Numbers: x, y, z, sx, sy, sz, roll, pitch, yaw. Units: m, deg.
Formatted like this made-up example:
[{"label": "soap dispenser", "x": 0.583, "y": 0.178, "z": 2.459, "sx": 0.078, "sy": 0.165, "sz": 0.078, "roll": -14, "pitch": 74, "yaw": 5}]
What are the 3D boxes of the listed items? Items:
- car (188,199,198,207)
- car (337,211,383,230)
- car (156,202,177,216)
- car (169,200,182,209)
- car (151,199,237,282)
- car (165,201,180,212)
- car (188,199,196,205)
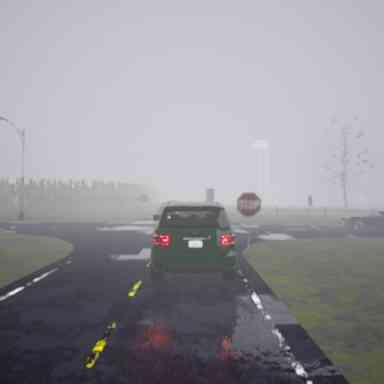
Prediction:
[{"label": "car", "x": 0.157, "y": 2.213, "z": 68.344, "sx": 2.033, "sy": 1.411, "sz": 5.357, "roll": 0, "pitch": -1, "yaw": 0}, {"label": "car", "x": 12.905, "y": 2.001, "z": 23.580, "sx": 4.718, "sy": 1.301, "sz": 1.895, "roll": 1, "pitch": 0, "yaw": 0}, {"label": "car", "x": -2.804, "y": 1.915, "z": 37.682, "sx": 1.994, "sy": 1.385, "sz": 4.181, "roll": 0, "pitch": -1, "yaw": 0}, {"label": "car", "x": -2.776, "y": 2.105, "z": 58.149, "sx": 2.033, "sy": 1.411, "sz": 5.357, "roll": 0, "pitch": -1, "yaw": 0}, {"label": "car", "x": -0.035, "y": 1.311, "z": 10.248, "sx": 2.150, "sy": 2.045, "sz": 5.566, "roll": 0, "pitch": -1, "yaw": -2}, {"label": "car", "x": -2.802, "y": 1.975, "z": 47.651, "sx": 1.812, "sy": 1.442, "sz": 4.674, "roll": 0, "pitch": -1, "yaw": 1}, {"label": "car", "x": 0.061, "y": 2.304, "z": 78.793, "sx": 1.812, "sy": 1.442, "sz": 4.674, "roll": 0, "pitch": -1, "yaw": 0}]
